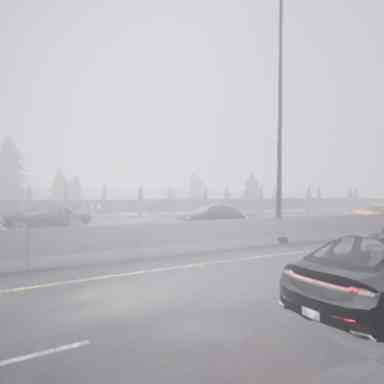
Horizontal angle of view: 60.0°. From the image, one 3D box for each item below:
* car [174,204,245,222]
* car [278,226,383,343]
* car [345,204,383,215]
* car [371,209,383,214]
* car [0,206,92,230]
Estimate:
[{"bbox_3d":[1.170,1.492,20.710,4.674,1.442,1.812,0,0,-28],"label":"car"},{"bbox_3d":[3.728,1.495,5.924,4.902,1.511,2.128,0,0,-32],"label":"car"},{"bbox_3d":[12.488,1.518,22.221,5.008,1.535,1.882,0,0,-23],"label":"car"},{"bbox_3d":[9.564,1.533,12.998,4.892,1.490,1.837,0,0,-26],"label":"car"},{"bbox_3d":[-8.365,1.508,19.233,4.718,1.301,1.895,0,0,-33],"label":"car"}]
